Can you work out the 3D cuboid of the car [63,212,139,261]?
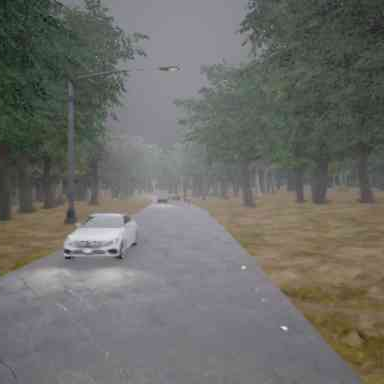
[{"bbox_3d":[-3.120,1.481,12.265,1.812,1.442,4.674,0,0,0],"label":"car"}]

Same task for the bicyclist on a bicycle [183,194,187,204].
[{"bbox_3d":[-1.207,1.203,57.714,0.582,1.620,1.656,0,0,-5],"label":"bicyclist on a bicycle"}]

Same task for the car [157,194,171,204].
[{"bbox_3d":[-4.893,1.353,55.396,1.895,1.301,4.718,0,0,-4],"label":"car"}]

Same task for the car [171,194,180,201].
[{"bbox_3d":[-3.688,1.175,73.524,1.837,1.490,4.892,0,0,-7],"label":"car"}]

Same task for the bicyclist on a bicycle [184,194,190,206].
[{"bbox_3d":[-0.491,1.230,48.624,0.866,1.612,1.509,0,0,-4],"label":"bicyclist on a bicycle"}]

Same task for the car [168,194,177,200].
[{"bbox_3d":[-5.056,1.138,83.881,1.812,1.442,4.674,0,0,-9],"label":"car"}]
